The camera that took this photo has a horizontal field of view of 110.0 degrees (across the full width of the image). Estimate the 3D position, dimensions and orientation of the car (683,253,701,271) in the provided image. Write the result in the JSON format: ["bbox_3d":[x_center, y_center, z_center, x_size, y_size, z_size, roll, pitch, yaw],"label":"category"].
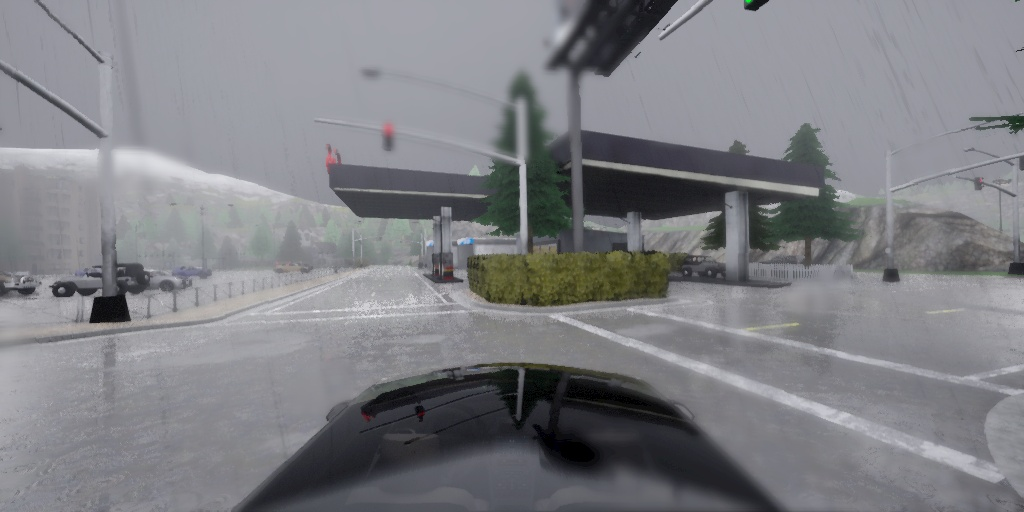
[{"bbox_3d":[23.557,0.672,51.276,2.150,2.045,5.566,-1,0,-17],"label":"car"}]

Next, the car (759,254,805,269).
[{"bbox_3d":[27.982,0.668,36.881,2.097,1.767,4.553,-1,0,-17],"label":"car"}]
